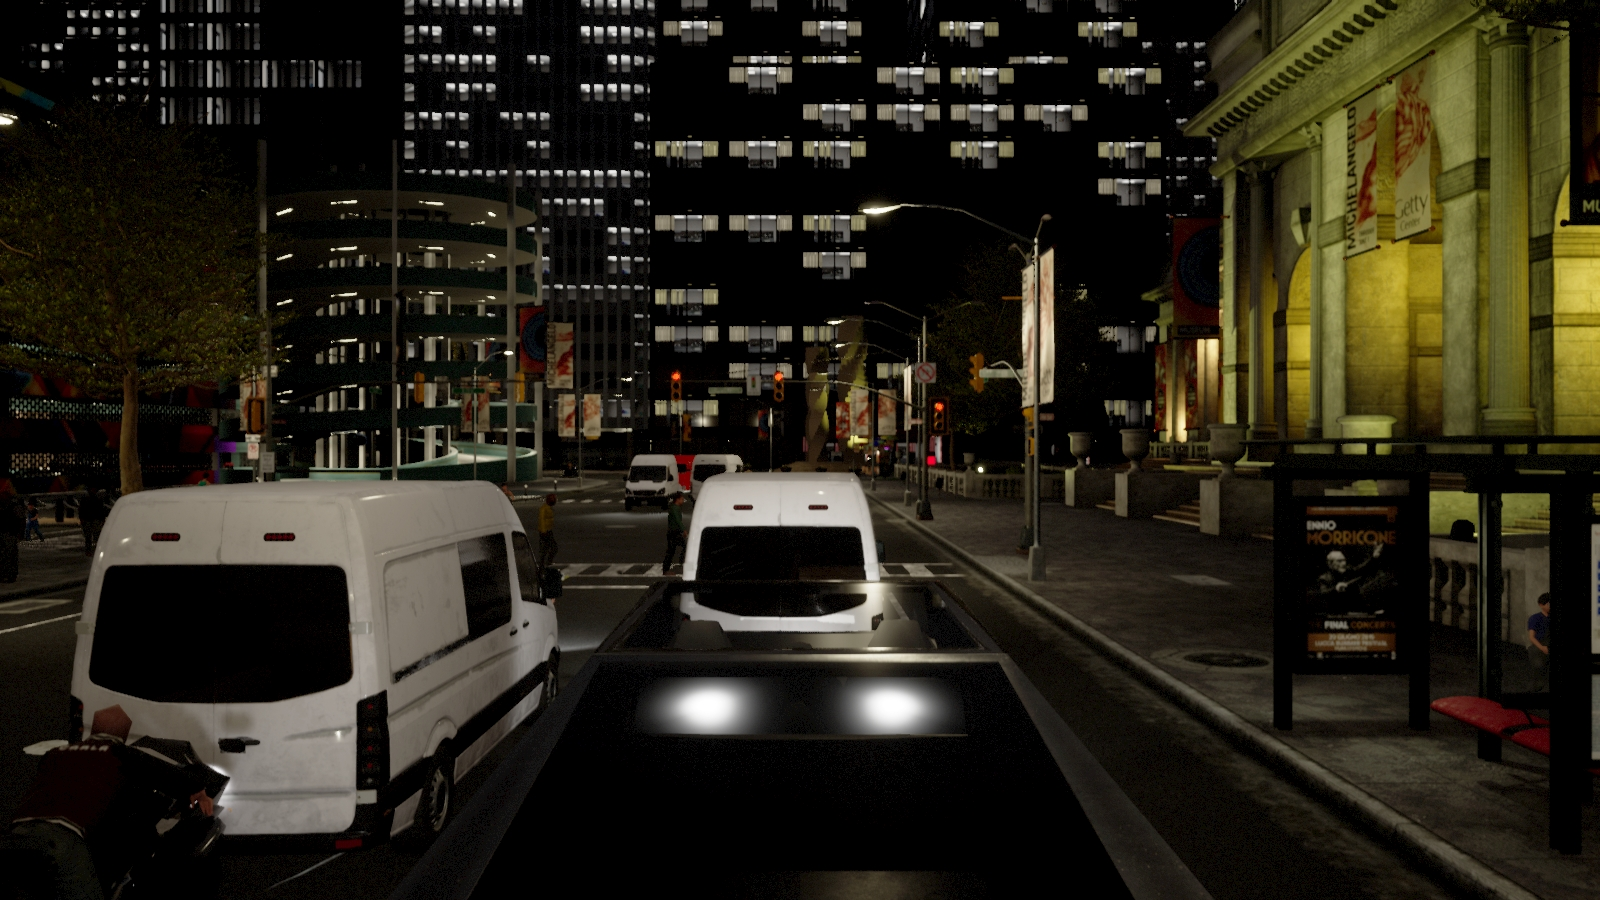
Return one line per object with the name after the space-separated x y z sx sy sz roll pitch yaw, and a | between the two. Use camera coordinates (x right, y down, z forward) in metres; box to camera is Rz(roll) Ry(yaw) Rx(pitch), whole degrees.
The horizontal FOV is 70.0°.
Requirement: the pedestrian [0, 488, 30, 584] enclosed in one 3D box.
-15.509 1.688 22.535 0.375 1.860 0.375 0 0 8 | pedestrian

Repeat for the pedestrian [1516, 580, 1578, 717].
7.460 1.974 11.422 0.375 1.300 0.375 0 0 -1 | pedestrian

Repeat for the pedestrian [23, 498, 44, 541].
-23.351 2.115 34.800 0.375 1.300 0.375 0 0 1 | pedestrian

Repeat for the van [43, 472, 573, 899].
-3.514 1.530 9.753 1.988 2.561 5.915 0 0 0 | van

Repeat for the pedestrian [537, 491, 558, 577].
-5.554 1.839 25.096 0.375 1.860 0.375 0 0 0 | pedestrian

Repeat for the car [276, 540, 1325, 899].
0.000 1.751 5.739 2.390 2.098 6.274 0 0 0 | car

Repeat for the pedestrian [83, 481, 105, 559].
-17.173 1.685 27.795 0.375 1.860 0.375 0 0 -44 | pedestrian

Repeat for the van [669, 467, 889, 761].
-0.109 1.529 13.298 1.988 2.561 5.915 0 0 2 | van

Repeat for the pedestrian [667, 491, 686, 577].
-2.714 1.839 25.133 0.375 1.860 0.375 0 0 0 | pedestrian

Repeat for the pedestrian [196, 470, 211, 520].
-22.266 1.687 42.653 0.375 1.860 0.375 0 0 -2 | pedestrian
